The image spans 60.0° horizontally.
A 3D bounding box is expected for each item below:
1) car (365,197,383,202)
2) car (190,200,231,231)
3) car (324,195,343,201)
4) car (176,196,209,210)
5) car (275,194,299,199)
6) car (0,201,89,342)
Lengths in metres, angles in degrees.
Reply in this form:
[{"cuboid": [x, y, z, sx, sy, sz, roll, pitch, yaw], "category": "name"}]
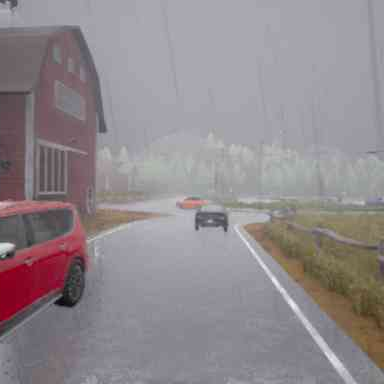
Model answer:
[{"cuboid": [33.432, 1.757, 59.426, 4.611, 1.667, 2.242, 1, 0, 6], "category": "car"}, {"cuboid": [1.337, 1.469, 20.661, 1.882, 1.535, 5.008, 1, 0, 8], "category": "car"}, {"cuboid": [35.777, 1.588, 83.518, 3.866, 1.878, 1.905, 1, 0, 6], "category": "car"}, {"cuboid": [0.206, 1.269, 38.462, 4.553, 1.767, 2.097, 1, 0, 45], "category": "car"}, {"cuboid": [21.599, 1.450, 74.659, 4.605, 1.855, 1.932, 1, 0, 6], "category": "car"}, {"cuboid": [-3.377, 1.183, 4.976, 2.150, 2.045, 5.566, 1, 0, 3], "category": "car"}]
